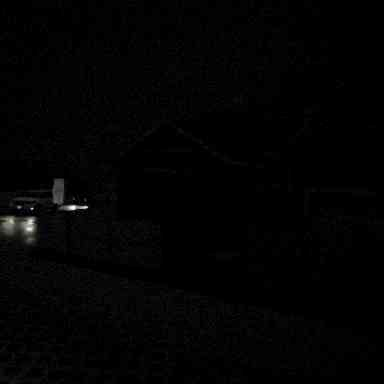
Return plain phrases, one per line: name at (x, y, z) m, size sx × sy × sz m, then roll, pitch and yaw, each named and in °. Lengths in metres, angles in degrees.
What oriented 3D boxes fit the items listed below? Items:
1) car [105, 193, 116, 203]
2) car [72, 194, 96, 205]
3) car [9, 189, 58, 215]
car at (-11.310, 0.873, 48.438) m, size 2.033 × 1.411 × 5.357 m, roll 3°, pitch 1°, yaw -3°
car at (-13.872, 0.935, 42.861) m, size 1.895 × 1.301 × 4.718 m, roll 3°, pitch 1°, yaw -2°
car at (-13.785, 0.831, 29.485) m, size 2.150 × 2.045 × 5.566 m, roll 3°, pitch 1°, yaw 2°
